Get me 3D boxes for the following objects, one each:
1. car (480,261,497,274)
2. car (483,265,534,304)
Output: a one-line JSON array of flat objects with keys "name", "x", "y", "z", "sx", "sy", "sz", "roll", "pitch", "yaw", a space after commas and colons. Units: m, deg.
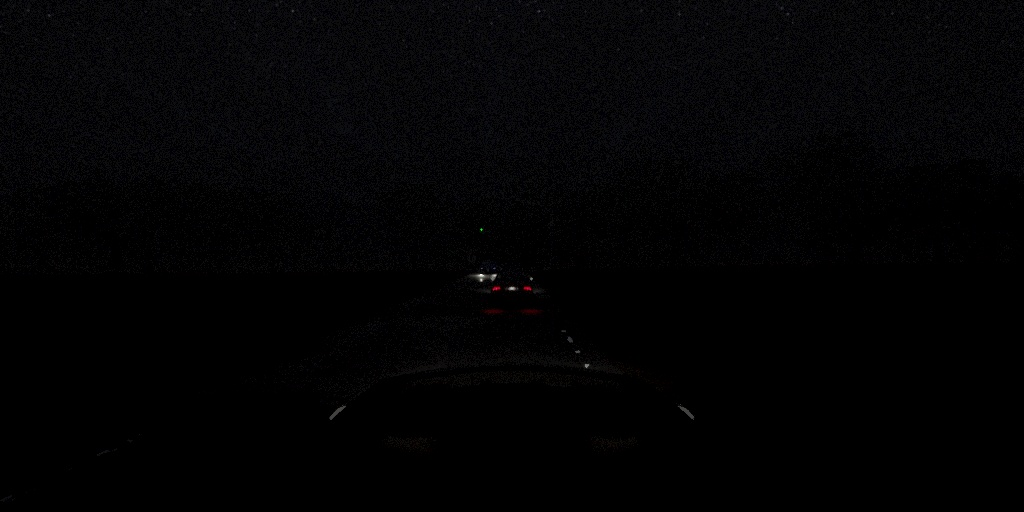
[{"name": "car", "x": -2.750, "y": 1.349, "z": 43.529, "sx": 1.882, "sy": 1.535, "sz": 5.008, "roll": 0, "pitch": 0, "yaw": 0}, {"name": "car", "x": 0.000, "y": 1.331, "z": 16.511, "sx": 2.033, "sy": 1.411, "sz": 5.357, "roll": 0, "pitch": 0, "yaw": 0}]
